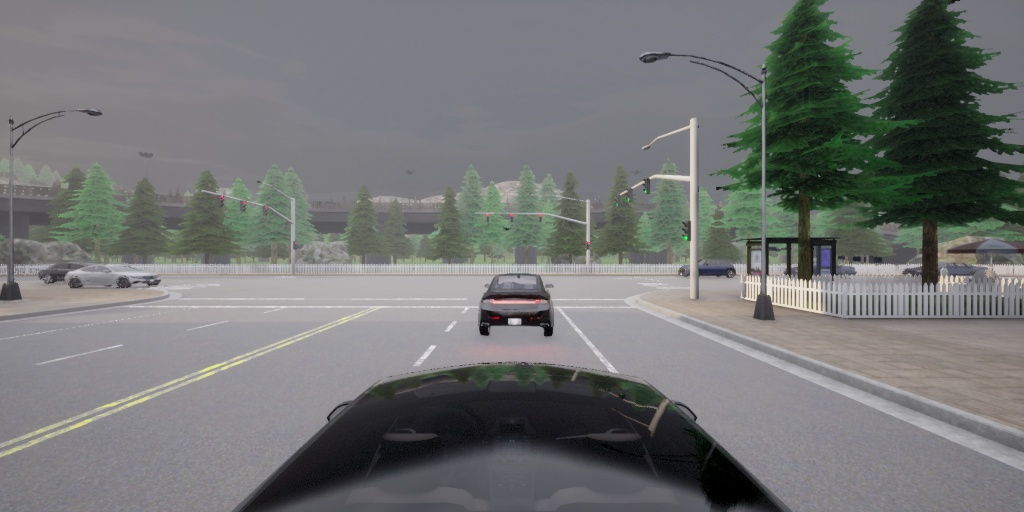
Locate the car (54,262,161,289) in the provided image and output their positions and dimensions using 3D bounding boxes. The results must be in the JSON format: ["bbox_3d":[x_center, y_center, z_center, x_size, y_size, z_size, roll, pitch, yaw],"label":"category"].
[{"bbox_3d":[-24.264,1.220,21.839,4.674,1.442,1.812,0,0,0],"label":"car"}]

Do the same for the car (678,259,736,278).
[{"bbox_3d":[17.514,1.046,32.366,4.553,1.767,2.097,0,0,0],"label":"car"}]

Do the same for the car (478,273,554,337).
[{"bbox_3d":[0.180,1.242,10.372,2.128,1.511,4.902,0,0,3],"label":"car"}]

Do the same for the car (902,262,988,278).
[{"bbox_3d":[38.061,1.242,31.528,5.357,1.411,2.033,0,0,10],"label":"car"}]

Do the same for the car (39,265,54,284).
[{"bbox_3d":[-30.166,1.197,25.310,4.892,1.490,1.837,1,0,0],"label":"car"}]

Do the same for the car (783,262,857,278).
[{"bbox_3d":[27.671,1.242,32.274,5.357,1.411,2.033,0,0,1],"label":"car"}]
